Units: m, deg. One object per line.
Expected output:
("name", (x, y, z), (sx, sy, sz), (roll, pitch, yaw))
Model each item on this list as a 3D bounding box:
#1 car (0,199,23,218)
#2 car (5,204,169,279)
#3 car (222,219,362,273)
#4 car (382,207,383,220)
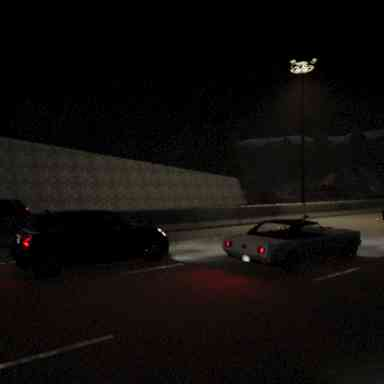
("car", (-14.231, 1.329, 23.894), (4.553, 1.767, 2.097), (-1, 1, -35))
("car", (-2.959, 1.316, 10.234), (4.553, 1.767, 2.097), (-1, 0, -36))
("car", (3.287, 1.510, 10.393), (4.718, 1.301, 1.895), (-1, 0, -36))
("car", (14.882, 1.257, 22.975), (4.674, 1.442, 1.812), (-1, 0, -36))
